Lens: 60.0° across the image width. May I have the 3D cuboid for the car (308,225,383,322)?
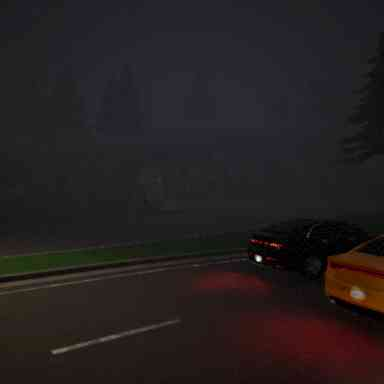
[{"bbox_3d":[4.850,1.489,6.457,5.008,1.535,1.882,0,0,-27],"label":"car"}]

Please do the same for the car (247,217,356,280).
[{"bbox_3d":[3.942,1.514,9.854,4.892,1.490,1.837,0,-1,-26],"label":"car"}]
